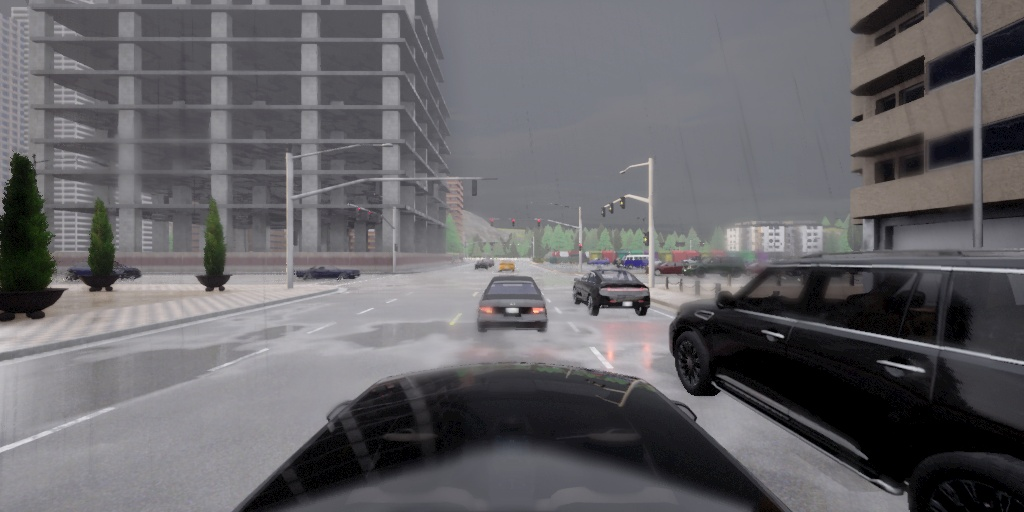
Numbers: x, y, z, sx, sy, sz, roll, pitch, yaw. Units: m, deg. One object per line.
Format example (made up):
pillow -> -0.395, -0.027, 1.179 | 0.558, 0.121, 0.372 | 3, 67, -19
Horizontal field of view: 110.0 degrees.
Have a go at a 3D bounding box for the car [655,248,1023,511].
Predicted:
car -> 3.598, 0.971, 3.412 | 2.150, 2.045, 5.566 | 0, 0, 0

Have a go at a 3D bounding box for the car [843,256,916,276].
car -> 38.610, 1.025, 37.780 | 5.566, 2.045, 2.150 | 0, 0, -1

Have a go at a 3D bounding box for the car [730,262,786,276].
car -> 25.802, 1.331, 37.665 | 4.674, 1.442, 1.812 | 0, 0, 0

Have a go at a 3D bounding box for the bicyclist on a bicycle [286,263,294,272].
bicyclist on a bicycle -> -25.993, 1.106, 42.007 | 0.582, 1.620, 1.656 | 0, 0, 0

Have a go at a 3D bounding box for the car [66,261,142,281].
car -> -33.961, 1.156, 29.957 | 4.553, 1.767, 2.097 | 0, 0, 0

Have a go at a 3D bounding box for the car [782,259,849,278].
car -> 28.853, 1.157, 34.199 | 4.553, 1.767, 2.097 | 0, 0, 0

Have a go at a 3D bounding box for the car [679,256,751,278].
car -> 19.211, 1.027, 34.118 | 5.566, 2.045, 2.150 | 0, 0, 0

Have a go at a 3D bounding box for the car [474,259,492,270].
car -> -4.457, 1.351, 52.911 | 1.895, 1.301, 4.718 | 0, 0, -1

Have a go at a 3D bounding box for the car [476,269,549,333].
car -> 0.015, 1.297, 10.741 | 2.033, 1.411, 5.357 | 0, 0, 0

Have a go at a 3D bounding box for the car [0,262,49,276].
car -> -51.211, 1.331, 36.960 | 4.674, 1.442, 1.812 | 0, 0, 0

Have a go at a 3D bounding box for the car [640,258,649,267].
car -> 16.492, 1.283, 37.594 | 5.008, 1.535, 1.882 | 0, 0, 0

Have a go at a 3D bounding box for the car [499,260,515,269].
car -> -0.660, 1.227, 46.729 | 1.882, 1.535, 5.008 | 0, 0, 0

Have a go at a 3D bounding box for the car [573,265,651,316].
car -> 3.489, 1.242, 13.325 | 2.128, 1.511, 4.902 | 0, 0, -1

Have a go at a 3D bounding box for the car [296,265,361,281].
car -> -15.316, 1.406, 30.117 | 4.718, 1.301, 1.895 | 0, 0, 0

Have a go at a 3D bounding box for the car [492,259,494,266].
car -> -4.561, 1.228, 63.078 | 1.882, 1.535, 5.008 | 0, 0, 0
